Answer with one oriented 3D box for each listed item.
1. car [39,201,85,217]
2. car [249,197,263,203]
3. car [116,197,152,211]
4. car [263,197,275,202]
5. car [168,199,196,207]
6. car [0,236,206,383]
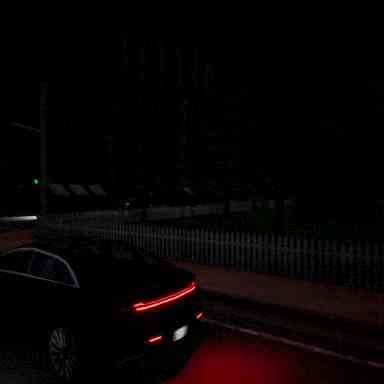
[{"bbox_3d":[-12.356,1.563,31.856,1.994,1.385,4.181,0,0,34],"label":"car"},{"bbox_3d":[12.360,1.600,61.861,1.895,1.301,4.718,0,0,34],"label":"car"},{"bbox_3d":[-6.937,1.351,39.878,2.097,1.767,4.553,0,0,34],"label":"car"},{"bbox_3d":[15.238,1.547,59.874,2.033,1.411,5.357,0,0,34],"label":"car"},{"bbox_3d":[-1.376,1.600,48.097,1.895,1.301,4.718,0,0,34],"label":"car"},{"bbox_3d":[-2.104,1.491,5.443,4.902,1.511,2.128,0,0,36],"label":"car"}]
